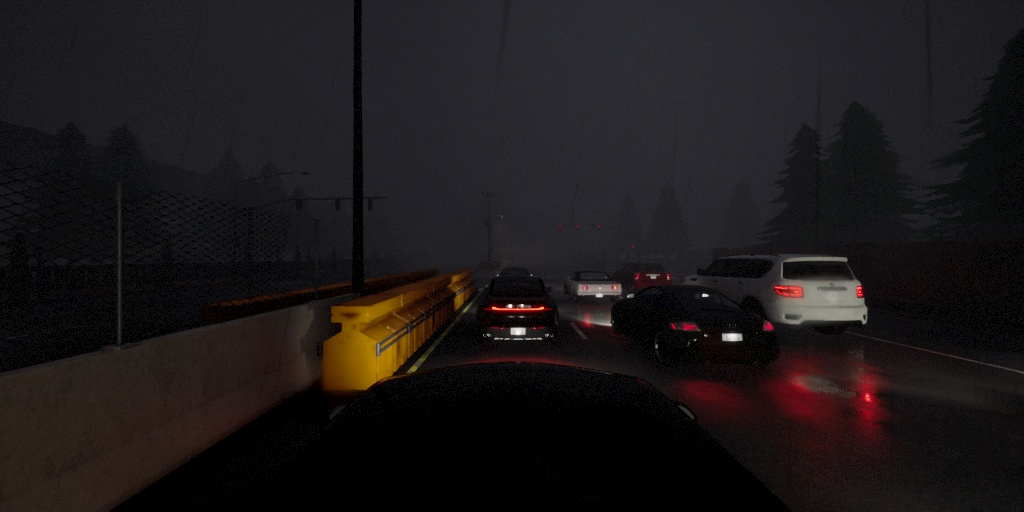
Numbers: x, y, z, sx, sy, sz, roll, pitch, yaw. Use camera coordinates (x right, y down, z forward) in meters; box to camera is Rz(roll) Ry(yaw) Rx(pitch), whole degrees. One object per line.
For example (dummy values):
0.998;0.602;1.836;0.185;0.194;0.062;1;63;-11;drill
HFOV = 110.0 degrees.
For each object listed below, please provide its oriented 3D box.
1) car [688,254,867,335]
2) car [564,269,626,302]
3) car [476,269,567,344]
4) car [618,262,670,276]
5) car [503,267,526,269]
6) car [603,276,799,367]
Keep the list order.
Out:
7.124;0.971;10.641;2.150;2.045;5.566;0;0;0;car
3.639;1.351;17.123;1.895;1.301;4.718;0;0;0;car
0.120;1.255;9.570;1.837;1.490;4.892;0;0;0;car
7.147;1.102;20.227;2.097;1.767;4.553;0;0;0;car
0.141;1.297;19.088;2.033;1.411;5.357;0;0;0;car
3.624;1.314;7.941;1.994;1.385;4.181;0;0;-1;car
